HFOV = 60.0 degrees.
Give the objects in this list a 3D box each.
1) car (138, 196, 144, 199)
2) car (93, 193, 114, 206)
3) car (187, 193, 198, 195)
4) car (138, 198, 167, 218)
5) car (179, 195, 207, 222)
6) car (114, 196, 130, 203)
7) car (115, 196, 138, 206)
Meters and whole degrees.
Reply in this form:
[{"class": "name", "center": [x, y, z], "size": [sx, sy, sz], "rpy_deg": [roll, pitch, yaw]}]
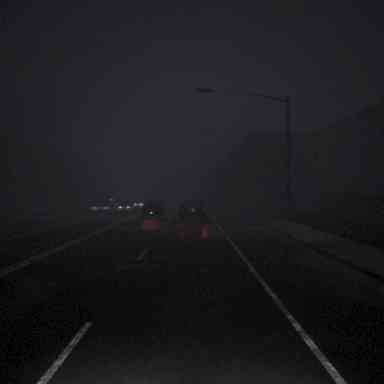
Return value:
[{"class": "car", "center": [-10.526, 1.461, 66.970], "size": [2.128, 1.511, 4.902], "rpy_deg": [0, 0, 0]}, {"class": "car", "center": [-14.056, 1.188, 53.248], "size": [2.150, 2.045, 5.566], "rpy_deg": [0, 0, 0]}, {"class": "car", "center": [0.080, 1.191, 51.025], "size": [2.150, 2.045, 5.566], "rpy_deg": [0, 0, 0]}, {"class": "car", "center": [-3.412, 1.486, 30.238], "size": [1.837, 1.490, 4.892], "rpy_deg": [0, 0, 0]}, {"class": "car", "center": [0.090, 1.336, 26.338], "size": [2.097, 1.767, 4.553], "rpy_deg": [0, 0, 0]}, {"class": "car", "center": [-14.026, 1.499, 67.119], "size": [2.033, 1.411, 5.357], "rpy_deg": [0, 0, 0]}, {"class": "car", "center": [-10.559, 1.531, 53.633], "size": [1.994, 1.385, 4.181], "rpy_deg": [0, 0, 0]}]
